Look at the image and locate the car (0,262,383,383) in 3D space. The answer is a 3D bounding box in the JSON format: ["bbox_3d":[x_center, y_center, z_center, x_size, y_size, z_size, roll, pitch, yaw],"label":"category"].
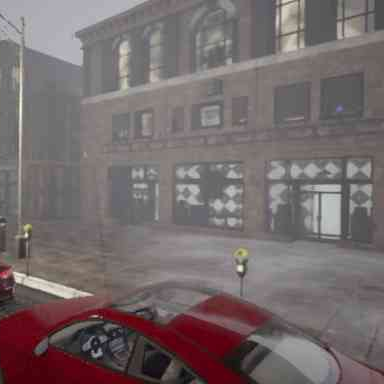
[{"bbox_3d":[-0.403,1.569,3.152,4.206,1.307,1.802,0,1,36],"label":"car"}]

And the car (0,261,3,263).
[{"bbox_3d":[-5.024,1.531,6.450,4.206,1.307,1.802,0,1,36],"label":"car"}]
